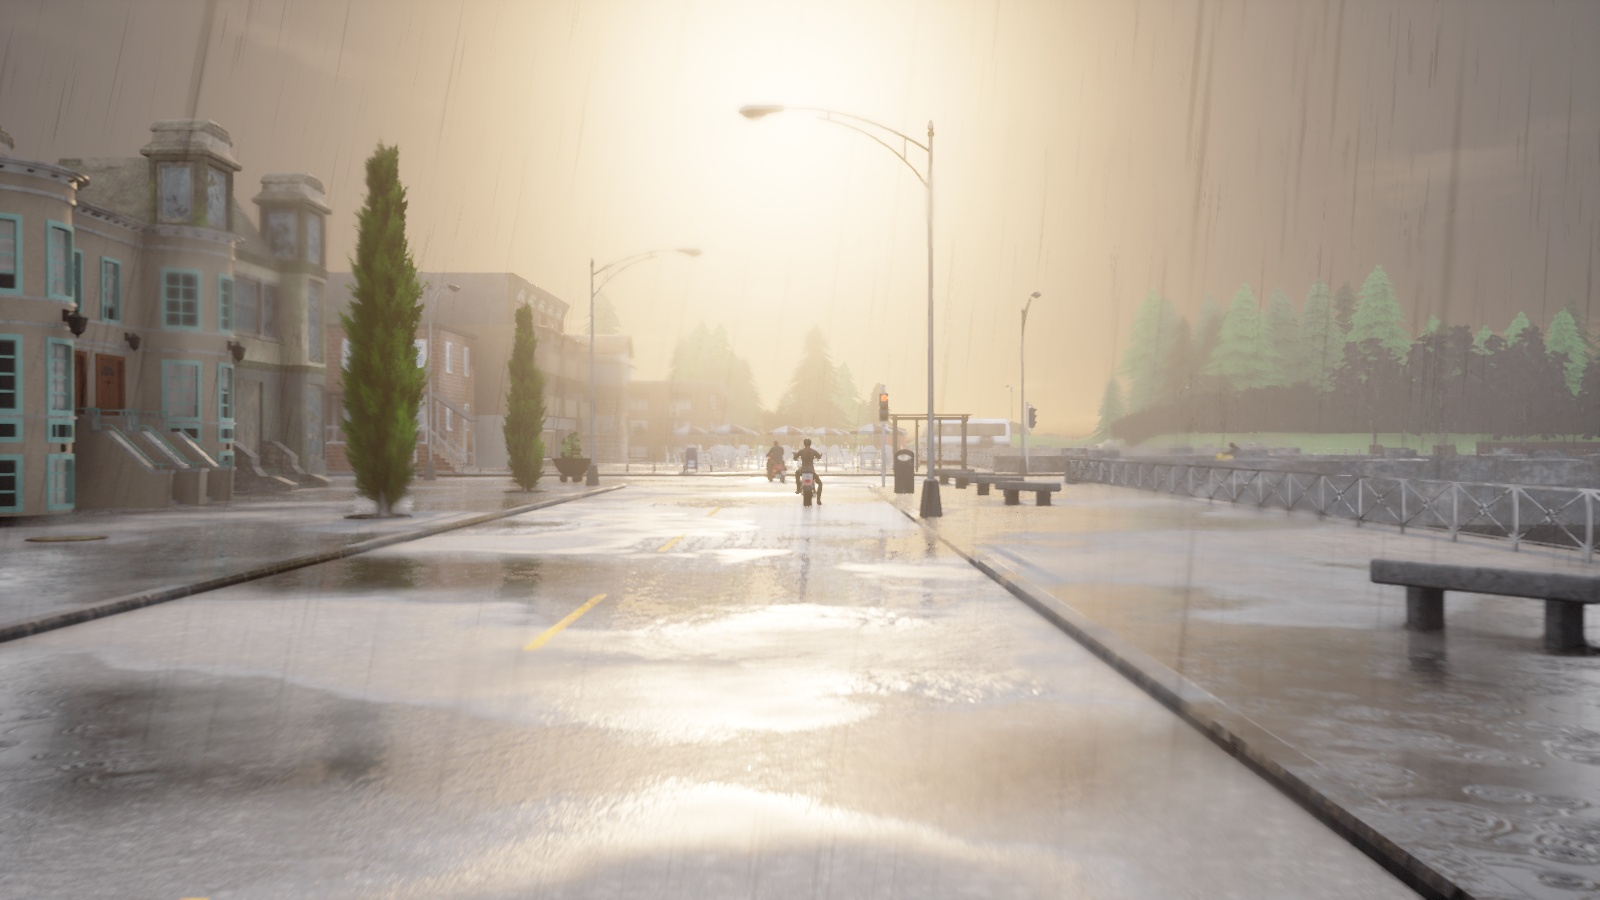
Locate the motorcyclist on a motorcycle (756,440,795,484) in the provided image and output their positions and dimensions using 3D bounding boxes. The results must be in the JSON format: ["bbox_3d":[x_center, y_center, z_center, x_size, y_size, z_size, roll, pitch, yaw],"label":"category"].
[{"bbox_3d":[-0.915,0.435,46.904,0.866,1.590,1.817,-1,1,-21],"label":"motorcyclist on a motorcycle"}]

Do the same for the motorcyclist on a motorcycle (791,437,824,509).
[{"bbox_3d":[0.182,0.527,30.233,0.766,1.649,2.350,0,0,0],"label":"motorcyclist on a motorcycle"}]
